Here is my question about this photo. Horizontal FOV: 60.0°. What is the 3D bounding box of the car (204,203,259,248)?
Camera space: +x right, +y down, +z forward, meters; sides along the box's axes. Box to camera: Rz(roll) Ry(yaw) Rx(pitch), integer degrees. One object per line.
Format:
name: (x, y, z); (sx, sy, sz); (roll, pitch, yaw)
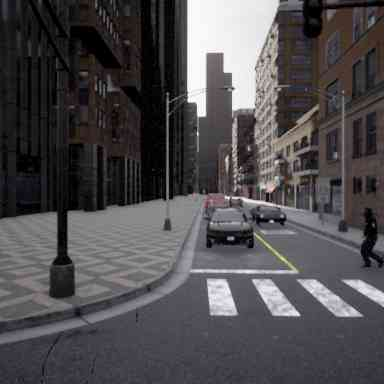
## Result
car: (1.599, 1.461, 14.859); (1.882, 1.535, 5.008); (0, 0, 4)

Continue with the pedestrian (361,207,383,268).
pedestrian: (5.203, 1.288, 9.697); (0.375, 1.860, 0.375); (0, 0, 3)

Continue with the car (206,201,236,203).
car: (2.052, 1.574, 24.758); (1.895, 1.301, 4.718); (0, 0, 3)

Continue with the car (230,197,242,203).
car: (6.332, 1.416, 49.087); (2.128, 1.511, 4.902); (0, 0, 3)

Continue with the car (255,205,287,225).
car: (5.208, 1.580, 23.475); (1.895, 1.301, 4.718); (0, 0, 2)

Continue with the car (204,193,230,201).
car: (2.538, 1.181, 35.259); (2.150, 2.045, 5.566); (0, 0, 3)
